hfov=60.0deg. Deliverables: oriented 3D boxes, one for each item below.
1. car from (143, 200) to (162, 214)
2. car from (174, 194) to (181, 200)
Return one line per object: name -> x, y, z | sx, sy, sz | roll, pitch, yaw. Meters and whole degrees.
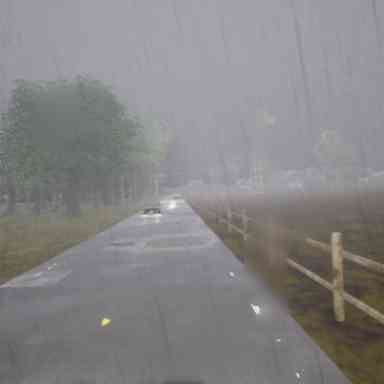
car -> -4.348, 1.667, 37.444 | 2.033, 1.411, 5.357 | -2, 0, -3
car -> -4.232, 1.505, 95.414 | 1.882, 1.535, 5.008 | -2, 0, -3
